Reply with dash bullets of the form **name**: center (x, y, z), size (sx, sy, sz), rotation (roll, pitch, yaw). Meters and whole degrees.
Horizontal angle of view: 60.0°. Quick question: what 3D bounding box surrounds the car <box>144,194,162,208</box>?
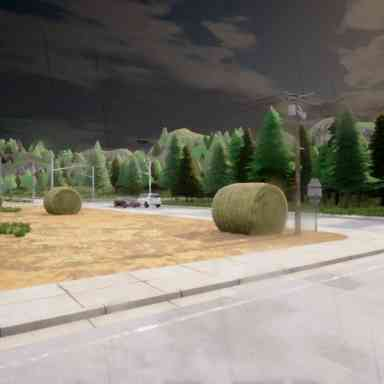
- **car**: center (-6.637, 1.256, 48.908), size (2.150, 2.045, 5.566), rotation (0, 0, -38)

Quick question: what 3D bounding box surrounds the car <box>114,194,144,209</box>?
- **car**: center (-9.080, 1.385, 46.198), size (2.097, 1.767, 4.553), rotation (0, 0, -38)
